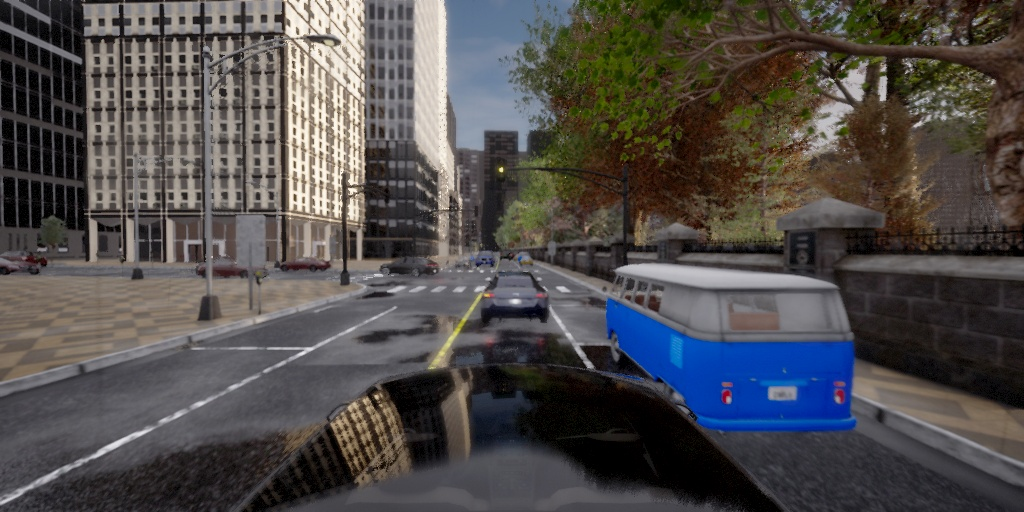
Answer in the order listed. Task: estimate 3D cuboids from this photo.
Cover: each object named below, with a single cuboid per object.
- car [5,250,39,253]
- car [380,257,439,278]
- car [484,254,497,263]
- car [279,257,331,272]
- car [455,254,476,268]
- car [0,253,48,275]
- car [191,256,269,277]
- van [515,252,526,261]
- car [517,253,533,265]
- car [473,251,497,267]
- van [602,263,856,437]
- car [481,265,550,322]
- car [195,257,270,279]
[{"bbox_3d":[-45.647,0.249,32.963,4.097,1.591,1.967,0,0,1],"label":"car"},{"bbox_3d":[-7.946,0.820,27.629,4.892,1.490,1.837,1,-1,25],"label":"car"},{"bbox_3d":[-3.815,0.357,63.978,2.128,1.511,4.902,0,1,-1],"label":"car"},{"bbox_3d":[-18.192,0.716,31.642,4.207,1.307,1.802,0,0,4],"label":"car"},{"bbox_3d":[-5.781,0.721,42.893,2.007,1.370,4.403,0,0,-1],"label":"car"},{"bbox_3d":[-34.754,0.652,24.412,4.207,1.307,1.802,0,0,3],"label":"car"},{"bbox_3d":[-20.503,0.762,26.195,4.181,1.385,1.994,1,1,3],"label":"car"},{"bbox_3d":[1.815,0.345,54.345,1.690,1.789,3.998,0,0,-2],"label":"van"},{"bbox_3d":[1.958,0.610,48.973,1.751,1.417,4.829,0,0,-1],"label":"car"},{"bbox_3d":[-3.365,0.352,45.691,2.150,2.045,5.566,0,1,-1],"label":"car"},{"bbox_3d":[2.561,1.041,5.261,1.690,1.789,3.998,0,0,0],"label":"van"},{"bbox_3d":[0.065,1.175,11.667,1.994,1.385,4.181,0,1,-1],"label":"car"},{"bbox_3d":[-18.227,0.850,23.530,4.207,1.307,1.802,0,0,4],"label":"car"}]
